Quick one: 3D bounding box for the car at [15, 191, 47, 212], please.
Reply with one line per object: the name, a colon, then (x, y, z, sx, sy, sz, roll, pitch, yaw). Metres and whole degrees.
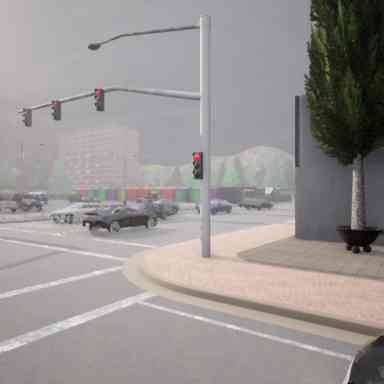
car: (-18.181, 1.156, 36.463, 3.866, 1.878, 1.905, 0, 0, 35)

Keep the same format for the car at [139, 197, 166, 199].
car: (-3.136, 1.526, 32.879, 1.812, 1.442, 4.674, 0, 0, 37)

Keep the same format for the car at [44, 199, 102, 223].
car: (-8.523, 1.526, 25.537, 1.812, 1.442, 4.674, 0, 0, 38)

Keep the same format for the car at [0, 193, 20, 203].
car: (-36.716, 1.153, 66.760, 4.605, 1.855, 1.932, 0, 0, 35)

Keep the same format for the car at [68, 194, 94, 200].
car: (-21.211, 1.153, 62.604, 4.605, 1.855, 1.932, 0, 0, 35)

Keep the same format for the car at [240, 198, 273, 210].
car: (8.756, 1.547, 42.974, 2.033, 1.411, 5.357, 0, 0, 37)

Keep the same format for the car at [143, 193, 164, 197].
car: (-6.889, 1.156, 52.513, 3.866, 1.878, 1.905, 0, 0, 35)

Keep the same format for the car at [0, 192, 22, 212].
car: (-19.895, 1.153, 34.131, 4.605, 1.855, 1.932, 0, 0, 35)

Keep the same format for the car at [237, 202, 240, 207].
car: (8.680, 1.547, 48.682, 2.033, 1.411, 5.357, 0, 0, 37)

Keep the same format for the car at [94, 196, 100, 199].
car: (-19.488, 1.364, 64.933, 3.905, 1.438, 1.784, 0, 0, 35)

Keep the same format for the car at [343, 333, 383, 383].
car: (3.375, 1.492, 1.558, 4.902, 1.511, 2.128, 0, 0, 36)

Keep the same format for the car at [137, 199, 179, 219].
car: (-3.685, 1.547, 26.272, 2.033, 1.411, 5.357, 0, 0, 36)

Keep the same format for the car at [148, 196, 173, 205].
car: (-5.210, 1.395, 54.872, 3.806, 1.475, 1.970, 0, 0, 35)

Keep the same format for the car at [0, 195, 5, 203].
car: (-38.223, 1.364, 64.539, 3.905, 1.438, 1.784, 0, 0, 35)

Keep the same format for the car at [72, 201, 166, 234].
car: (-4.067, 1.491, 19.432, 2.128, 1.511, 4.902, 0, 0, 36)

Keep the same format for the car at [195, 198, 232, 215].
car: (2.460, 1.526, 34.535, 1.812, 1.442, 4.674, 0, 0, 37)

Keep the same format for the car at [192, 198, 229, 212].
car: (2.341, 1.491, 40.240, 2.128, 1.511, 4.902, 0, 0, 37)
